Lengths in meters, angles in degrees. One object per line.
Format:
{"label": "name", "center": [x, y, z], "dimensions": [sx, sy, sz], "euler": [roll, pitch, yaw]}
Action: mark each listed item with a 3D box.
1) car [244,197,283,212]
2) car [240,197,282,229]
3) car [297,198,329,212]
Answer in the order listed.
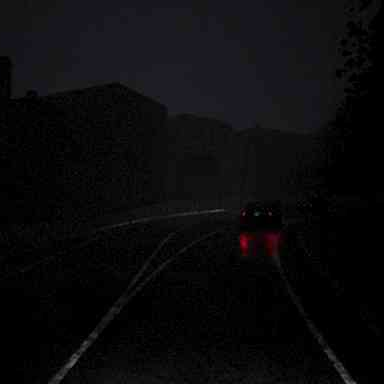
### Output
{"label": "car", "center": [8.447, 1.383, 38.822], "dimensions": [4.892, 1.490, 1.837], "euler": [-1, 0, -40]}
{"label": "car", "center": [4.602, 1.338, 21.688], "dimensions": [2.097, 1.767, 4.553], "euler": [0, 0, 21]}
{"label": "car", "center": [13.052, 1.374, 35.805], "dimensions": [2.033, 1.411, 5.357], "euler": [-1, 0, 39]}
